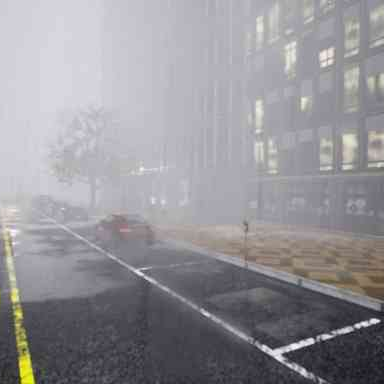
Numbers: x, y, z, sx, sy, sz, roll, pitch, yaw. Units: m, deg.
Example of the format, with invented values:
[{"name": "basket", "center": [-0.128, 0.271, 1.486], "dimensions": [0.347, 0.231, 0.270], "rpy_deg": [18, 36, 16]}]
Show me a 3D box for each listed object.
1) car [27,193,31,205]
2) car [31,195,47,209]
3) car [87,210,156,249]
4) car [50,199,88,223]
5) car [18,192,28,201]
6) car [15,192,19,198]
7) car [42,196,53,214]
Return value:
[{"name": "car", "center": [-19.961, 1.044, 43.475], "dimensions": [1.967, 1.590, 4.097], "rpy_deg": [1, 0, -30]}, {"name": "car", "center": [-17.112, 1.100, 38.548], "dimensions": [1.967, 1.590, 4.097], "rpy_deg": [1, 0, -30]}, {"name": "car", "center": [-2.867, 1.504, 13.910], "dimensions": [1.802, 1.307, 4.206], "rpy_deg": [1, 0, -30]}, {"name": "car", "center": [-8.565, 1.374, 23.765], "dimensions": [2.008, 1.369, 4.403], "rpy_deg": [1, 0, -30]}, {"name": "car", "center": [-31.359, 0.919, 63.187], "dimensions": [1.887, 1.381, 4.507], "rpy_deg": [1, 0, -30]}, {"name": "car", "center": [-39.907, 0.756, 77.970], "dimensions": [1.947, 1.339, 4.313], "rpy_deg": [1, 0, -30]}, {"name": "car", "center": [-11.414, 1.321, 28.693], "dimensions": [2.008, 1.369, 4.403], "rpy_deg": [1, 0, -30]}]
